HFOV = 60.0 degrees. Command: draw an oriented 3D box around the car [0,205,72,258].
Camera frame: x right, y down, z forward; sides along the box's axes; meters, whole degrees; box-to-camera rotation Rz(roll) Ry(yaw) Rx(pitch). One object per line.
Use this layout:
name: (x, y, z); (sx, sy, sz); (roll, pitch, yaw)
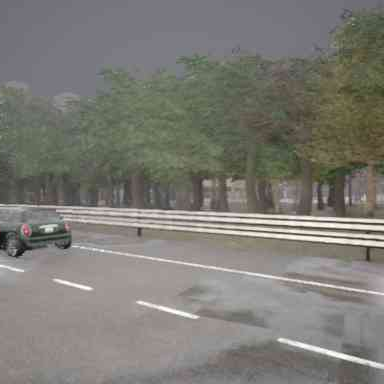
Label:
car: (-6.792, 1.364, 13.024); (4.553, 1.767, 2.097); (0, 0, 36)
